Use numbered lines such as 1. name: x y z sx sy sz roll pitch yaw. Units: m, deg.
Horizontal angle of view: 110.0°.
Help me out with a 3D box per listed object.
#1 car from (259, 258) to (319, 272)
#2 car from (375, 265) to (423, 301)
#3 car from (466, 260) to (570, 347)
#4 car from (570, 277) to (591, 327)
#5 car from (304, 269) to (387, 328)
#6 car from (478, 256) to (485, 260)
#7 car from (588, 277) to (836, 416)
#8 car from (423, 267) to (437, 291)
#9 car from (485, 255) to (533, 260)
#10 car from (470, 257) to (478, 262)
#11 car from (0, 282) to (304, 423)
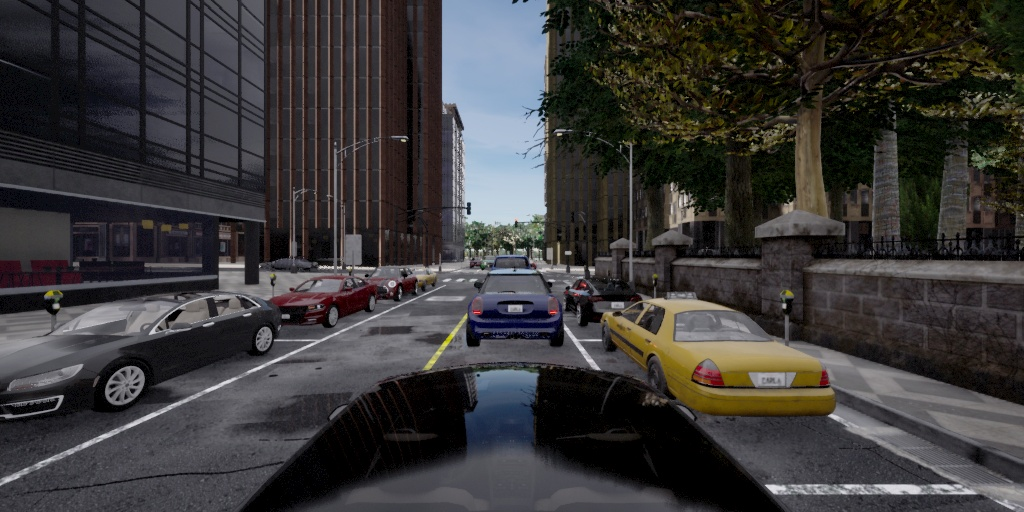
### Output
1. car: -22.904 0.879 36.926 5.357 1.411 2.033 1 0 0
2. car: -5.786 1.190 16.845 1.967 1.591 4.097 0 0 0
3. car: 0.041 1.102 9.506 2.097 1.767 4.553 0 0 -1
4. car: 2.747 1.316 11.403 1.948 1.339 4.313 0 0 0
5. car: -5.778 1.295 11.388 1.888 1.381 4.507 0 0 0
6. car: -3.178 0.982 51.183 2.150 2.045 5.566 0 0 0
7. car: 2.755 1.275 6.116 1.751 1.417 4.829 0 0 0
8. car: -5.794 1.277 22.131 1.751 1.417 4.829 0 0 0
9. car: -0.021 0.972 18.941 2.150 2.045 5.566 0 0 0
10. car: -5.851 1.078 59.709 2.192 1.841 5.009 0 0 0
11. car: -5.769 1.300 5.931 2.007 1.370 4.403 0 0 0
